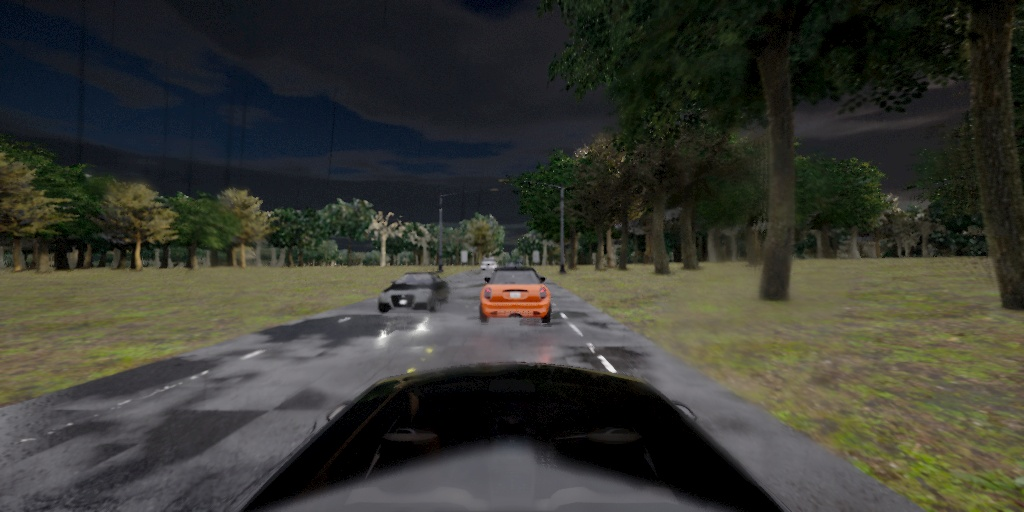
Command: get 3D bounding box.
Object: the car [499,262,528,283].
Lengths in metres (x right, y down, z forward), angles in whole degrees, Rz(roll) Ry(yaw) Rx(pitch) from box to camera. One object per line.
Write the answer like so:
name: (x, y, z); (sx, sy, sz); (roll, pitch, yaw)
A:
car: (0.104, 1.307, 29.262); (2.128, 1.511, 4.902); (0, 0, 0)

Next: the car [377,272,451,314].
car: (-3.597, 1.333, 13.845); (1.994, 1.385, 4.181); (0, 0, 0)

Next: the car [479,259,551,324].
car: (0.100, 1.119, 12.240); (2.097, 1.767, 4.553); (0, 0, 0)

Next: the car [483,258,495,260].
car: (-3.557, 1.244, 55.298); (2.150, 2.045, 5.566); (0, -1, 0)
